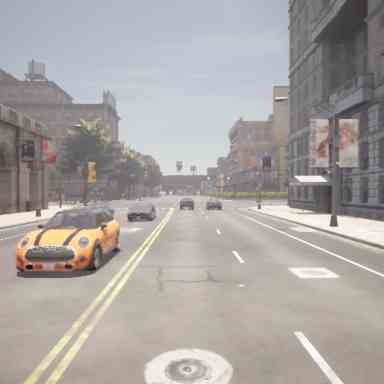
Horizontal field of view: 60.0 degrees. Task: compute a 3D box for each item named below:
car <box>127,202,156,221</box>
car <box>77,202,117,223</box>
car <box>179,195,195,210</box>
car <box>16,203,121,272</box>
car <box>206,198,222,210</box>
[{"bbox_3d":[-3.975,1.547,27.144,2.033,1.411,5.357,0,0,-1],"label":"car"},{"bbox_3d":[-7.367,1.564,26.152,1.994,1.385,4.181,0,0,-1],"label":"car"},{"bbox_3d":[-0.673,1.504,43.529,1.837,1.490,4.892,0,0,-1],"label":"car"},{"bbox_3d":[-3.729,1.352,10.831,2.097,1.767,4.553,0,0,-1],"label":"car"},{"bbox_3d":[2.826,1.546,43.413,2.033,1.411,5.357,0,0,-1],"label":"car"}]
